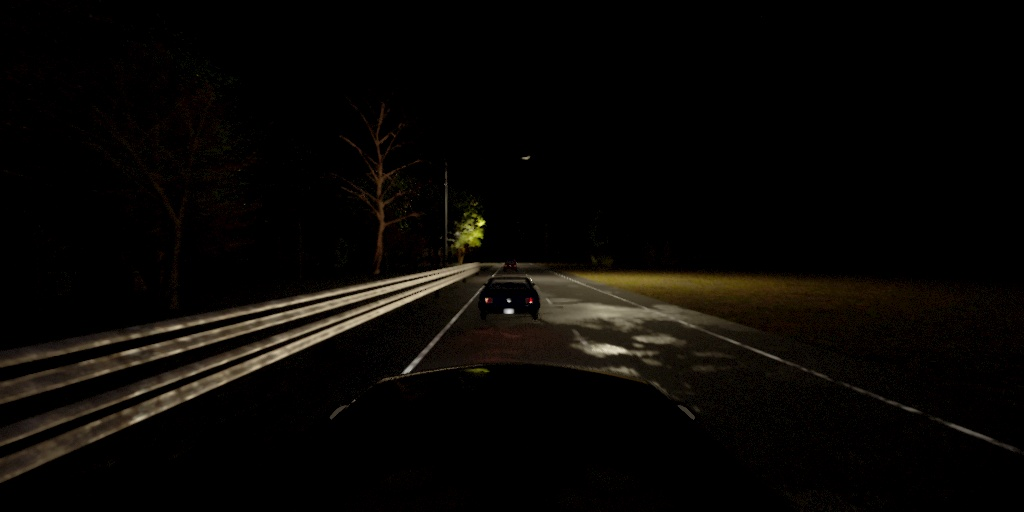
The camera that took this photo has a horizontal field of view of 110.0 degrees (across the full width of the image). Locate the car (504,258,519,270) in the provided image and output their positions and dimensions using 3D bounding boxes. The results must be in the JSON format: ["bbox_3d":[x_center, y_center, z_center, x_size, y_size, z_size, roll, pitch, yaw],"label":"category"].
[{"bbox_3d":[-0.211,1.360,49.896,2.033,1.411,5.357,0,0,0],"label":"car"}]

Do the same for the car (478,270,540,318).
[{"bbox_3d":[-0.090,1.367,12.953,1.895,1.301,4.718,0,0,0],"label":"car"}]
